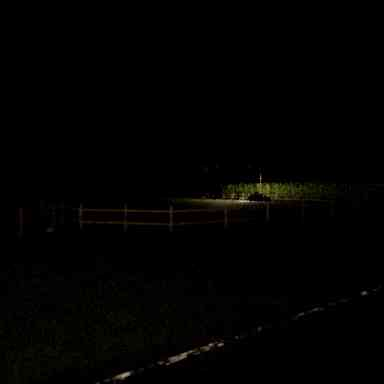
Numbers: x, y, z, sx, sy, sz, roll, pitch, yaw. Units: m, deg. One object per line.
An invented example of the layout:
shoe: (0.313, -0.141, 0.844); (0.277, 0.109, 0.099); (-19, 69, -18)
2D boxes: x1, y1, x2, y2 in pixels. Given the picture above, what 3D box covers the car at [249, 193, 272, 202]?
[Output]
car: (13.272, 1.043, 64.494); (2.097, 1.767, 4.553); (0, 0, -32)
